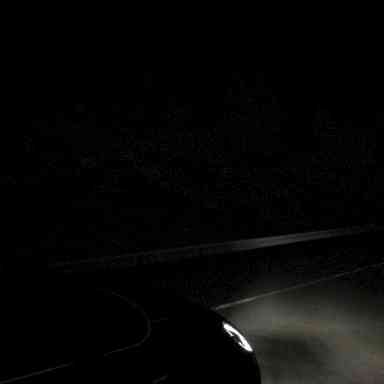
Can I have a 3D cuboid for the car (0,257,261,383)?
[{"bbox_3d":[-1.566,1.351,2.603,4.553,1.767,2.097,0,0,-36],"label":"car"}]
